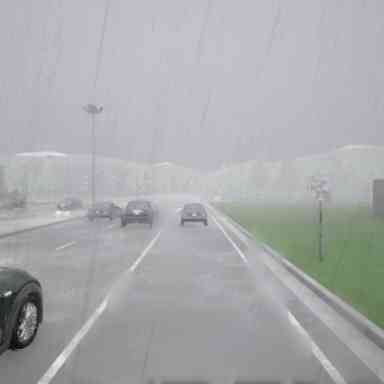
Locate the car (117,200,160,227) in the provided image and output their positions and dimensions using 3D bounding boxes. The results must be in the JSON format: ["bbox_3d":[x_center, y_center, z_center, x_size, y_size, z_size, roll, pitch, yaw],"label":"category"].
[{"bbox_3d":[-3.370,1.312,22.530,2.097,1.767,4.553,0,0,0],"label":"car"}]

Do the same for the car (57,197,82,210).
[{"bbox_3d":[-14.960,1.416,40.901,2.128,1.511,4.902,0,0,1],"label":"car"}]

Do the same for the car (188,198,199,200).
[{"bbox_3d":[0.152,1.454,41.623,1.812,1.442,4.674,0,0,0],"label":"car"}]

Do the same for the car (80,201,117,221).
[{"bbox_3d":[-6.865,1.498,26.666,2.033,1.411,5.357,0,0,0],"label":"car"}]

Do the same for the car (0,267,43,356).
[{"bbox_3d":[-3.370,1.344,3.368,2.097,1.767,4.553,0,0,0],"label":"car"}]

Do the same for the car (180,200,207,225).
[{"bbox_3d":[0.131,1.507,23.724,2.033,1.411,5.357,0,0,0],"label":"car"}]

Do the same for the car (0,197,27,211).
[{"bbox_3d":[-21.968,1.414,40.310,2.128,1.511,4.902,0,0,1],"label":"car"}]
